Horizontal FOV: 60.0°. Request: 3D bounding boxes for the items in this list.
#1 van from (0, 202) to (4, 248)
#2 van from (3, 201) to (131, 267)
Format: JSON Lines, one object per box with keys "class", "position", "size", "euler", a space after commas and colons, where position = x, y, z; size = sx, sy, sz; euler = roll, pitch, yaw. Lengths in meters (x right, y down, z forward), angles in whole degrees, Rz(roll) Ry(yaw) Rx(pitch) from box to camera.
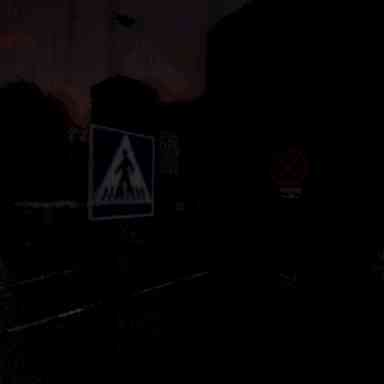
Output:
{"class": "van", "position": [-6.002, 1.374, 14.220], "size": [1.878, 1.987, 4.442], "euler": [0, -1, 28]}
{"class": "van", "position": [-3.981, 1.363, 12.002], "size": [1.878, 1.987, 4.442], "euler": [0, -1, 28]}
